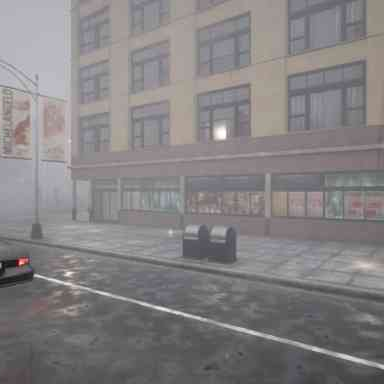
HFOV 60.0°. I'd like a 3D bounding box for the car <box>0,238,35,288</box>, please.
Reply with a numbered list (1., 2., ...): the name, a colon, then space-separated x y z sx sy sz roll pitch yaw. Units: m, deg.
1. car: -6.014 1.547 8.156 5.357 1.411 2.033 0 0 35
